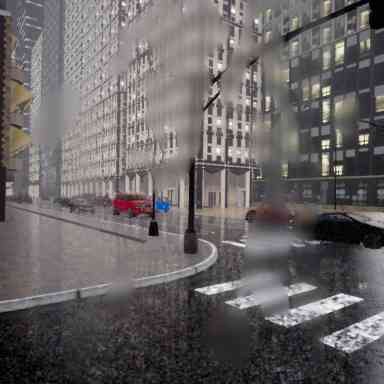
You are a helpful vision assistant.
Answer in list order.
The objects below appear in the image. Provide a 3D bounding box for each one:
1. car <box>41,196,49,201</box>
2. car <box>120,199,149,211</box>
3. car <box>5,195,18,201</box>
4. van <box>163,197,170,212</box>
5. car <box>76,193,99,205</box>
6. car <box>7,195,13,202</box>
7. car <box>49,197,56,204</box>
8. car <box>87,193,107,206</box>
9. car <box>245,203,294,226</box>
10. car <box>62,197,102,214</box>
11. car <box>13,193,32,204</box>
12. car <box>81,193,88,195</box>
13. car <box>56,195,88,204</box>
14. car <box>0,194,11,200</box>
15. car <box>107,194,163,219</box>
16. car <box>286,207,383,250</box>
[{"bbox_3d":[-36.812,1.570,83.773,1.802,1.307,4.206,1,-1,-35],"label":"car"},{"bbox_3d":[-7.372,1.584,42.328,2.008,1.369,4.403,1,-1,-35],"label":"car"},{"bbox_3d":[-40.370,1.377,74.317,2.008,1.369,4.403,1,-1,-35],"label":"car"},{"bbox_3d":[-4.097,1.382,37.725,1.690,1.788,3.998,1,-1,-35],"label":"van"},{"bbox_3d":[-18.574,1.248,58.828,2.150,2.045,5.566,1,-1,-35],"label":"car"},{"bbox_3d":[-37.100,1.396,69.712,1.947,1.339,4.313,1,-1,-35],"label":"car"},{"bbox_3d":[-24.212,1.504,61.594,2.033,1.411,5.357,1,-1,-38],"label":"car"},{"bbox_3d":[-14.483,1.380,53.075,2.097,1.767,4.553,1,-1,-35],"label":"car"},{"bbox_3d":[5.714,1.505,23.909,1.967,1.590,4.097,1,-1,-35],"label":"car"},{"bbox_3d":[-10.932,1.427,32.871,2.008,1.369,4.403,1,-1,-35],"label":"car"},{"bbox_3d":[-30.554,1.155,60.504,2.192,1.841,5.009,1,-1,-35],"label":"car"},{"bbox_3d":[-18.761,1.317,53.887,2.097,1.767,4.553,1,-1,-36],"label":"car"},{"bbox_3d":[-16.216,1.459,44.859,2.033,1.411,5.357,1,-1,-35],"label":"car"},{"bbox_3d":[-46.816,1.365,83.391,1.752,1.417,4.829,1,-1,-35],"label":"car"},{"bbox_3d":[-5.088,1.160,29.126,2.150,2.045,5.566,1,-1,-35],"label":"car"},{"bbox_3d":[6.613,1.560,14.389,4.181,1.385,1.994,1,0,41],"label":"car"}]
